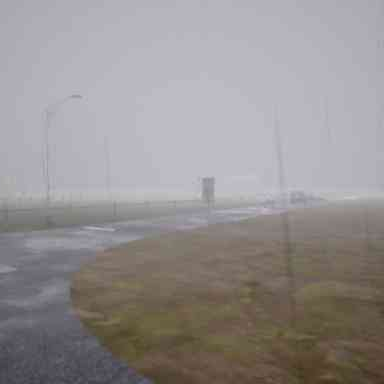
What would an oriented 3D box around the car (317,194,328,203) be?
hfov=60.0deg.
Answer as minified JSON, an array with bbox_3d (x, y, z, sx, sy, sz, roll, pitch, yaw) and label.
[{"bbox_3d":[21.263,1.031,55.870,1.812,1.442,4.674,0,0,33],"label":"car"}]

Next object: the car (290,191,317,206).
[{"bbox_3d":[15.496,0.812,46.833,2.150,2.045,5.566,0,1,33],"label":"car"}]

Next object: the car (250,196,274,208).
[{"bbox_3d":[8.992,1.180,42.045,1.812,1.442,4.674,0,1,33],"label":"car"}]
